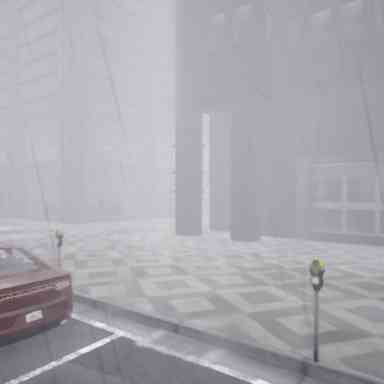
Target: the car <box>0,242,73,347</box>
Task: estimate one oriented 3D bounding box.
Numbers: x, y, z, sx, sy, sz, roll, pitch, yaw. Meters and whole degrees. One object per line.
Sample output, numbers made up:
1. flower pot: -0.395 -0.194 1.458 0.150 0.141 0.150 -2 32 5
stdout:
1. car: -3.944 1.533 5.776 4.507 1.381 1.887 0 0 36
